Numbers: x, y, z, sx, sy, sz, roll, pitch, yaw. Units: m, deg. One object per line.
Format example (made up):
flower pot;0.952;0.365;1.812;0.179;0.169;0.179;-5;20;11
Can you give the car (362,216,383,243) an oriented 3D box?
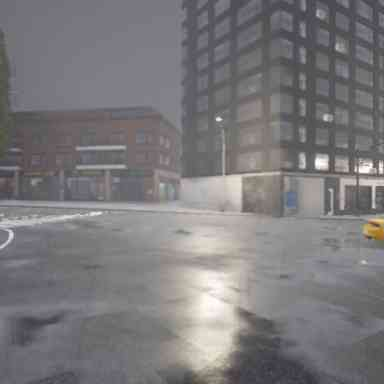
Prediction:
car;9.988;1.551;14.036;5.008;1.535;1.882;0;0;11
